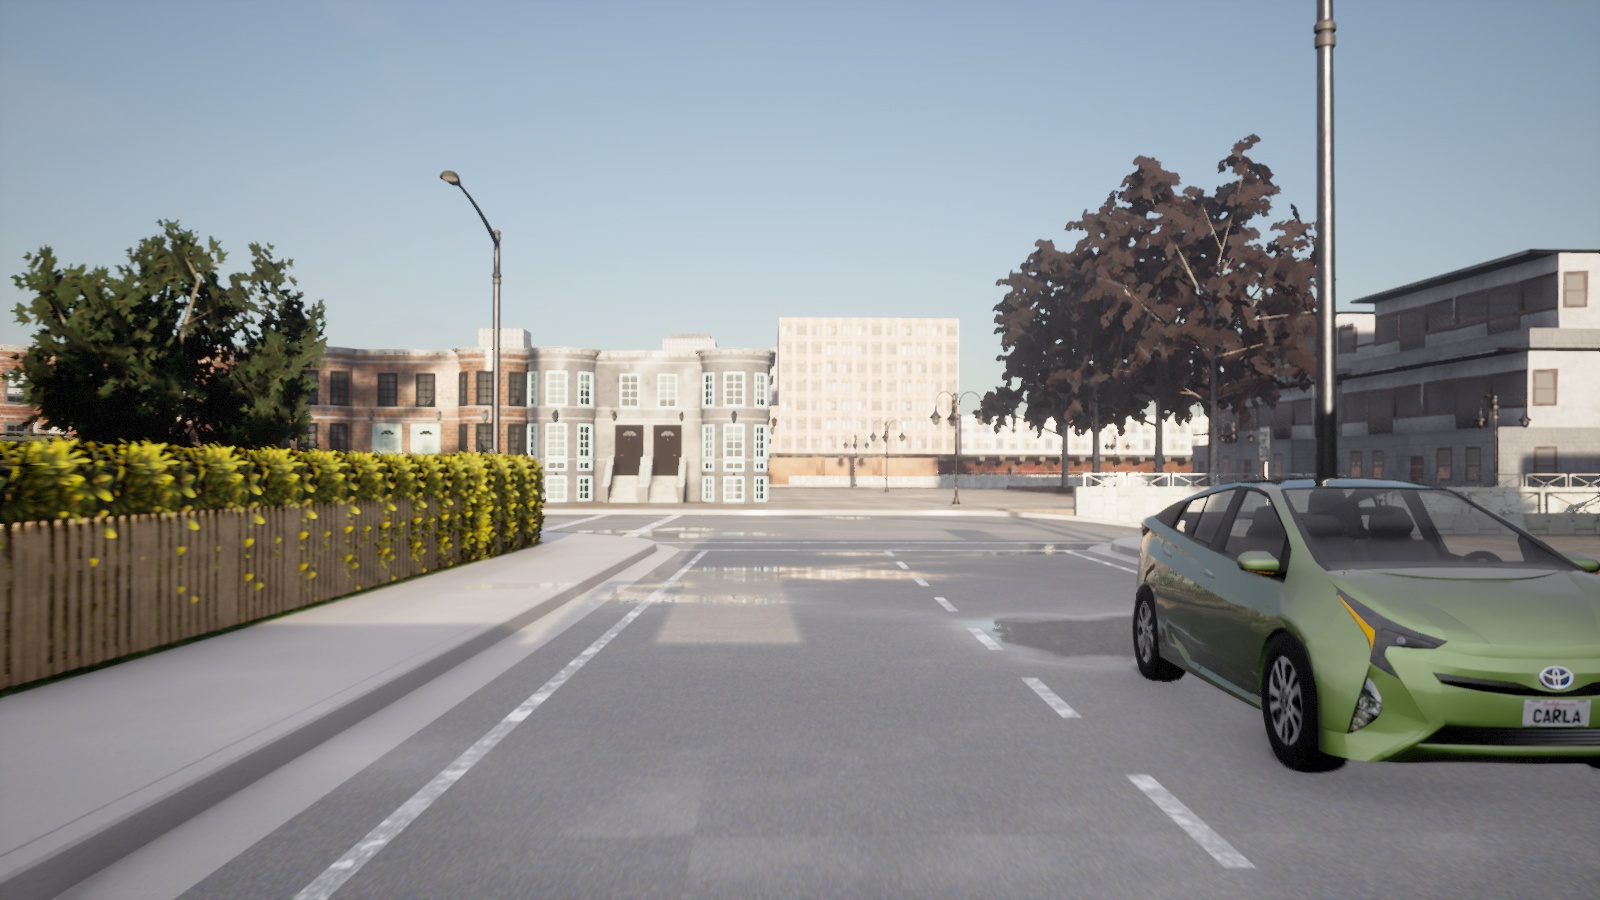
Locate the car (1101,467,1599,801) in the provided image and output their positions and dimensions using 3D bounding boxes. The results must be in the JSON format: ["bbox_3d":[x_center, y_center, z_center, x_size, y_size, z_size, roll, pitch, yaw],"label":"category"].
[{"bbox_3d":[3.480,0.879,8.019,2.007,1.525,4.514,0,-1,0],"label":"car"}]
